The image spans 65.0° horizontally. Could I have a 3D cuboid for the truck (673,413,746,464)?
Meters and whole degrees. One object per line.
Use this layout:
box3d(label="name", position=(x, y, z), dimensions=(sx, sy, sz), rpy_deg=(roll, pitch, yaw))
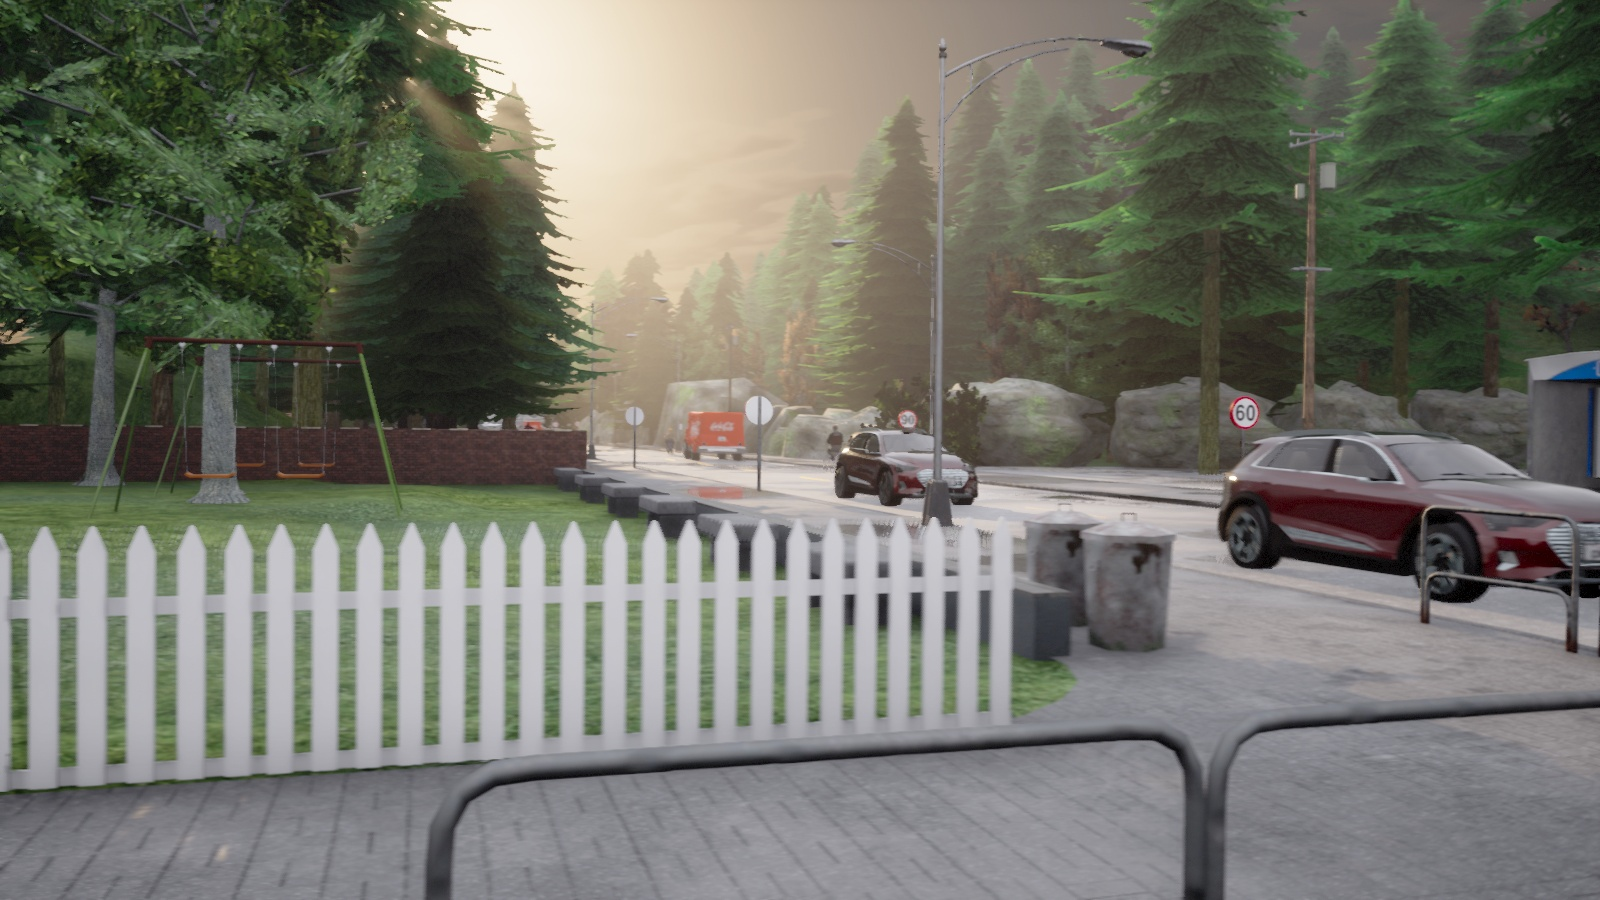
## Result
box3d(label="truck", position=(-4.686, -0.625, 64.257), dimensions=(2.627, 2.467, 5.204), rpy_deg=(-1, 1, -17))

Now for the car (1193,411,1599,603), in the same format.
box3d(label="car", position=(6.520, 0.449, 13.416), dimensions=(2.033, 1.649, 4.856), rpy_deg=(-1, 1, -17))

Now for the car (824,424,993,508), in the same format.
box3d(label="car", position=(2.243, 0.278, 27.541), dimensions=(2.033, 1.649, 4.856), rpy_deg=(-1, 1, -17))
